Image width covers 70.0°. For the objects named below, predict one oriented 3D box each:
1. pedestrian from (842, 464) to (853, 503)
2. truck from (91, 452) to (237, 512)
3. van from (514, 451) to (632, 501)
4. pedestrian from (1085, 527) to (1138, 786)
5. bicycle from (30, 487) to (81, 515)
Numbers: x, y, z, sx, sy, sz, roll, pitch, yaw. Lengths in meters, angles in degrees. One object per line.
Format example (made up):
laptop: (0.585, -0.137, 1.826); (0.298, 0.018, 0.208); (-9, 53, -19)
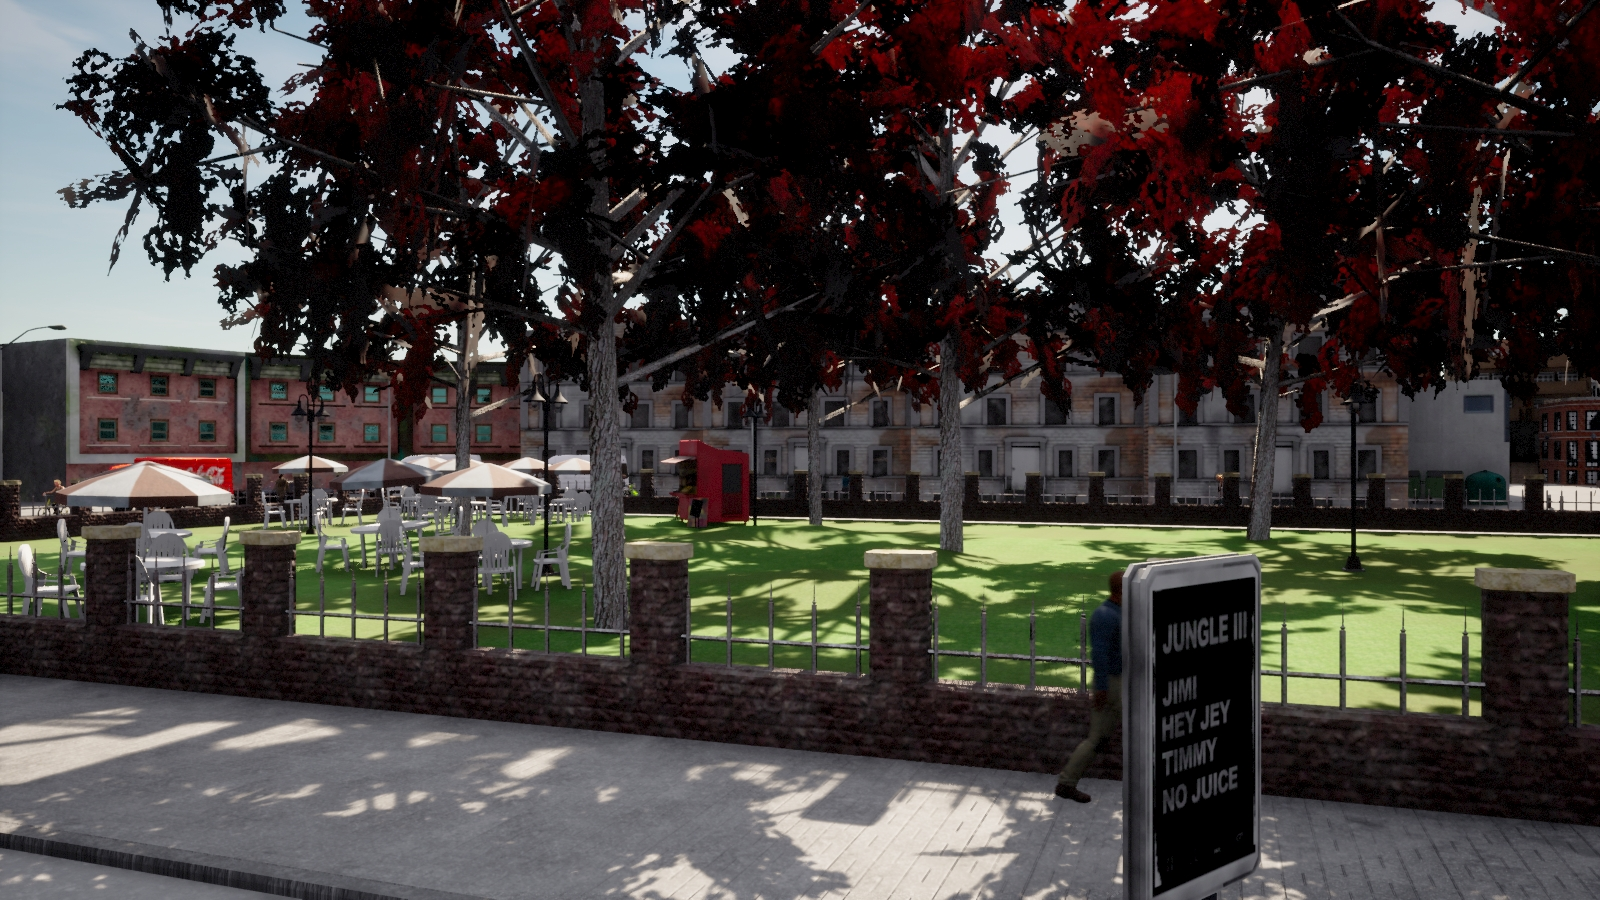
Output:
pedestrian: (2.281, 1.629, 55.095); (0.375, 1.860, 0.375); (0, 0, 38)
truck: (-28.185, 1.348, 50.858); (2.627, 2.467, 5.204); (0, 0, 21)
van: (-12.048, 1.315, 60.623); (5.915, 2.561, 1.988); (0, 0, 20)
pedestrian: (2.343, 1.525, 8.592); (0.375, 1.860, 0.375); (0, 0, 16)
bicycle: (-29.946, 2.036, 45.966); (0.859, 1.080, 1.487); (0, 0, 21)
